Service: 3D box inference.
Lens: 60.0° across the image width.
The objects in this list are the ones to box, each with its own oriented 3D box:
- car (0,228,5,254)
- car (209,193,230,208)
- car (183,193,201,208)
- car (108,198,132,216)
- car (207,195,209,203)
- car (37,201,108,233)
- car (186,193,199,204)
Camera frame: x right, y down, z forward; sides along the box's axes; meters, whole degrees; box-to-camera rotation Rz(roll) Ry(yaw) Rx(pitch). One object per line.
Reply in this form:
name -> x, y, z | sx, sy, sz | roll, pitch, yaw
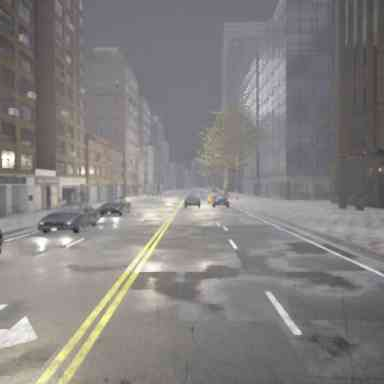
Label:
car -> -6.587, 1.435, 8.049 | 2.128, 1.511, 4.902 | 0, 1, 0
car -> 3.291, 1.054, 38.665 | 1.812, 1.442, 4.674 | 0, 1, 0
car -> 0.041, 1.041, 38.252 | 2.128, 1.511, 4.902 | 0, 1, 0
car -> -6.554, 1.243, 29.077 | 2.033, 1.411, 5.357 | 0, 1, 1
car -> 3.305, 0.878, 48.848 | 1.882, 1.535, 5.008 | 0, 1, 0
car -> -6.576, 1.368, 18.529 | 2.033, 1.411, 5.357 | 0, 1, 0
car -> 0.055, 0.924, 48.832 | 1.837, 1.490, 4.892 | 0, 1, 0
